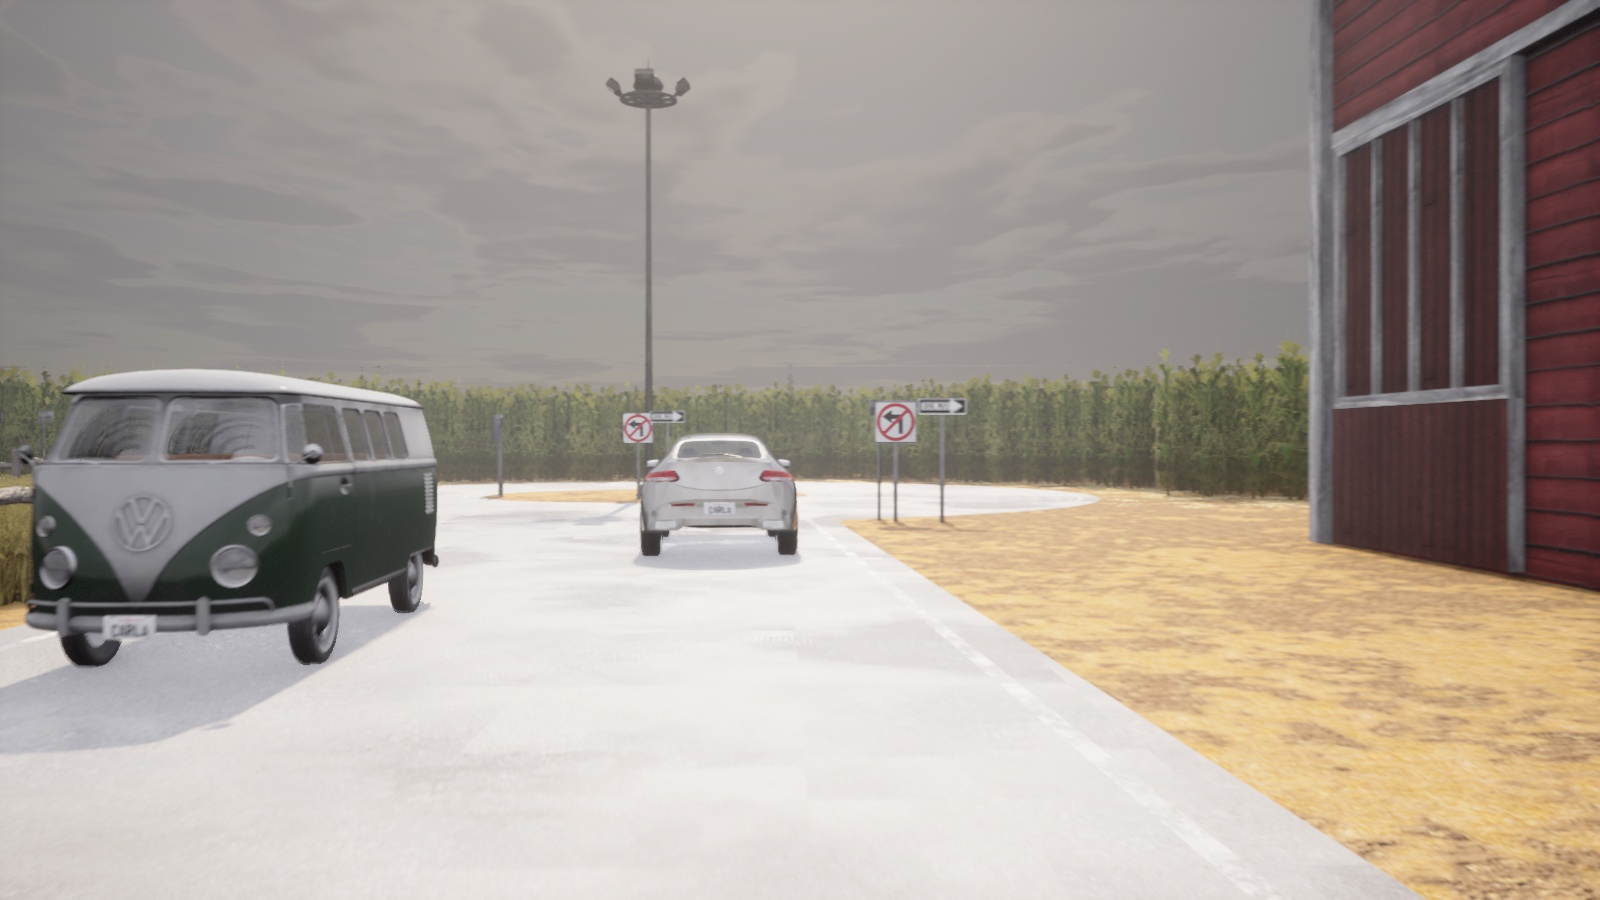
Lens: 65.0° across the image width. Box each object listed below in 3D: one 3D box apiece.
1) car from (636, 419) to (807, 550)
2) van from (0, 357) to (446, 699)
[{"bbox_3d":[-1.152,0.420,18.393,2.152,1.651,5.027,0,0,-4],"label":"car"},{"bbox_3d":[-4.075,0.444,9.562,1.775,1.987,4.442,0,0,-4],"label":"van"}]
